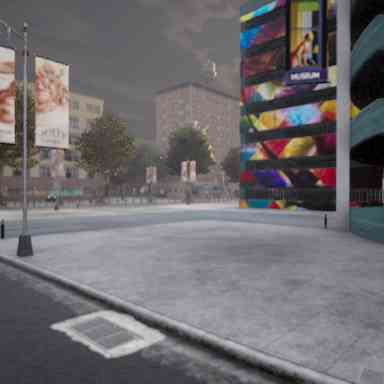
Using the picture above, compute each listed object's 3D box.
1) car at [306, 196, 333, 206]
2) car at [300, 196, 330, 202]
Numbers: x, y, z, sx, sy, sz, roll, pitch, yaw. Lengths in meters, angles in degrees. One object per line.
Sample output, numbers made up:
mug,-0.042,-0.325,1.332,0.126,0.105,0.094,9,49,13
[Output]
car,19.581,1.336,51.051,2.161,1.482,4.786,0,0,43
car,14.257,1.258,39.328,2.002,1.452,4.674,0,0,43
